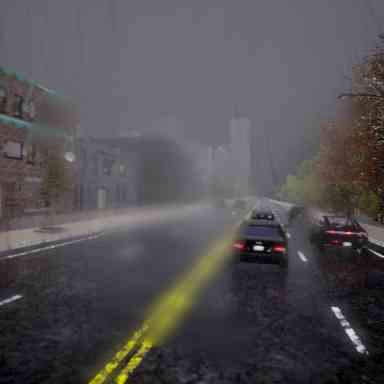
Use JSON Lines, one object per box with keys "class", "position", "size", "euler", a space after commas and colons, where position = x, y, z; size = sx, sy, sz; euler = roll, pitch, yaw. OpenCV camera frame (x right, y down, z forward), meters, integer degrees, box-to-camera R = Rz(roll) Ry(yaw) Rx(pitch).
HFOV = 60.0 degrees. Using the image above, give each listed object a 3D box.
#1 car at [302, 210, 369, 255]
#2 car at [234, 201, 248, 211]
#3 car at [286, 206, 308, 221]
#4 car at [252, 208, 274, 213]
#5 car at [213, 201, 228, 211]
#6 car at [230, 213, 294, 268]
{"class": "car", "position": [6.492, 1.823, 15.113], "size": [2.128, 1.511, 4.902], "euler": [2, 0, 13]}
{"class": "car", "position": [7.773, 2.183, 52.465], "size": [1.882, 1.535, 5.008], "euler": [2, 0, 12]}
{"class": "car", "position": [9.996, 2.058, 31.264], "size": [1.882, 1.535, 5.008], "euler": [2, -1, 13]}
{"class": "car", "position": [6.180, 2.049, 29.084], "size": [1.895, 1.301, 4.718], "euler": [2, -1, 13]}
{"class": "car", "position": [4.571, 2.163, 53.043], "size": [2.033, 1.411, 5.357], "euler": [2, -1, 13]}
{"class": "car", "position": [2.516, 1.734, 12.217], "size": [2.033, 1.411, 5.357], "euler": [2, -1, 13]}
